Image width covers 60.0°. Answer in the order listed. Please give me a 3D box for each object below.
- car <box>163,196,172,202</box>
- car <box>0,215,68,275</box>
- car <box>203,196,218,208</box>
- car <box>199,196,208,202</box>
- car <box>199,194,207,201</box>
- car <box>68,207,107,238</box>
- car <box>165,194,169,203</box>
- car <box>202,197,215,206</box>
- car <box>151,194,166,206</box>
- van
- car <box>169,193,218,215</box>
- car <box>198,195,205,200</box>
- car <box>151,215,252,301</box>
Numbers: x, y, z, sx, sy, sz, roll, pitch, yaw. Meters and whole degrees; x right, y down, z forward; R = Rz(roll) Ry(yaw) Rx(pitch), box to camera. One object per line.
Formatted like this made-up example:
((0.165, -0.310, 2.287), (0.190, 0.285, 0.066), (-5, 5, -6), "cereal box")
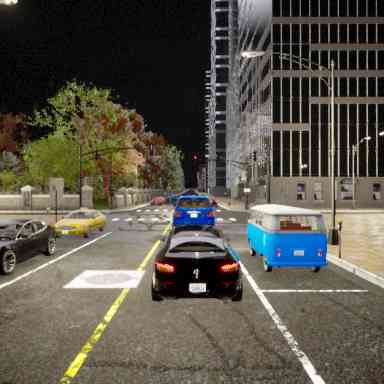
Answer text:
((-5.730, 1.541, 76.974), (1.802, 1.307, 4.206), (0, 0, 0), "car")
((-5.775, 1.563, 10.438), (1.947, 1.339, 4.313), (0, 0, 0), "car")
((2.667, 1.418, 48.569), (1.967, 1.590, 4.097), (0, 0, 0), "car")
((2.651, 1.525, 76.974), (1.947, 1.339, 4.313), (0, 0, 0), "car")
((2.649, 1.392, 82.655), (1.967, 1.590, 4.097), (0, 0, 0), "car")
((-5.827, 1.519, 17.672), (1.752, 1.417, 4.829), (0, 0, 0), "car")
((-5.721, 1.523, 59.926), (2.008, 1.369, 4.403), (0, 0, 0), "car")
((2.663, 1.541, 54.250), (1.947, 1.339, 4.313), (0, 0, 0), "car")
((-5.718, 1.520, 54.243), (1.887, 1.381, 4.507), (0, 0, 0), "car")
((2.769, 1.338, 10.444), (1.690, 1.788, 3.998), (0, 0, 0), "van")
((0.091, 1.214, 18.518), (2.150, 2.045, 5.566), (0, 0, 0), "car")
((2.643, 1.457, 94.191), (1.752, 1.417, 4.829), (0, 0, 0), "car")
((0.098, 1.524, 8.168), (1.812, 1.442, 4.674), (0, 0, 0), "car")
